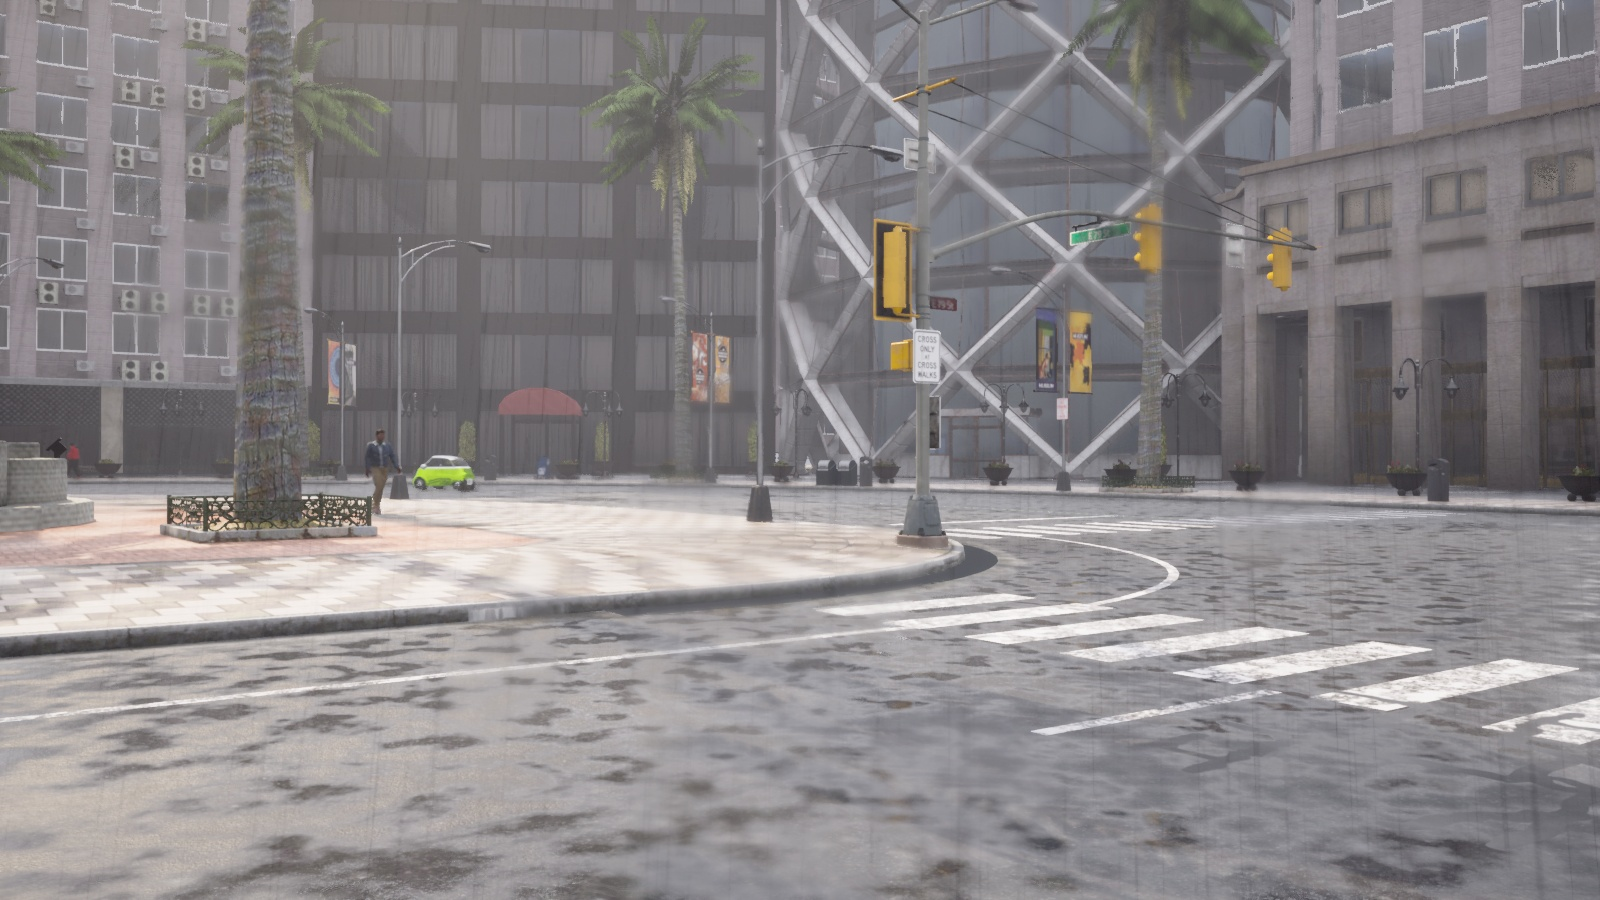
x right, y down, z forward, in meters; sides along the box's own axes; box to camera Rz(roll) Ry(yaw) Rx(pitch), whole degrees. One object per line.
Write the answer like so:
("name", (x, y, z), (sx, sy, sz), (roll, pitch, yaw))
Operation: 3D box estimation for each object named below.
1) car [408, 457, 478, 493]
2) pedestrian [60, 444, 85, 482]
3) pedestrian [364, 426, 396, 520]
("car", (-13.981, 0.950, 49.225), (2.207, 1.376, 1.481), (0, 0, 16))
("pedestrian", (-35.657, 0.628, 61.528), (0.899, 1.844, 0.634), (0, 0, -11))
("pedestrian", (-8.909, 0.485, 26.605), (0.423, 1.949, 0.788), (0, 0, -36))
